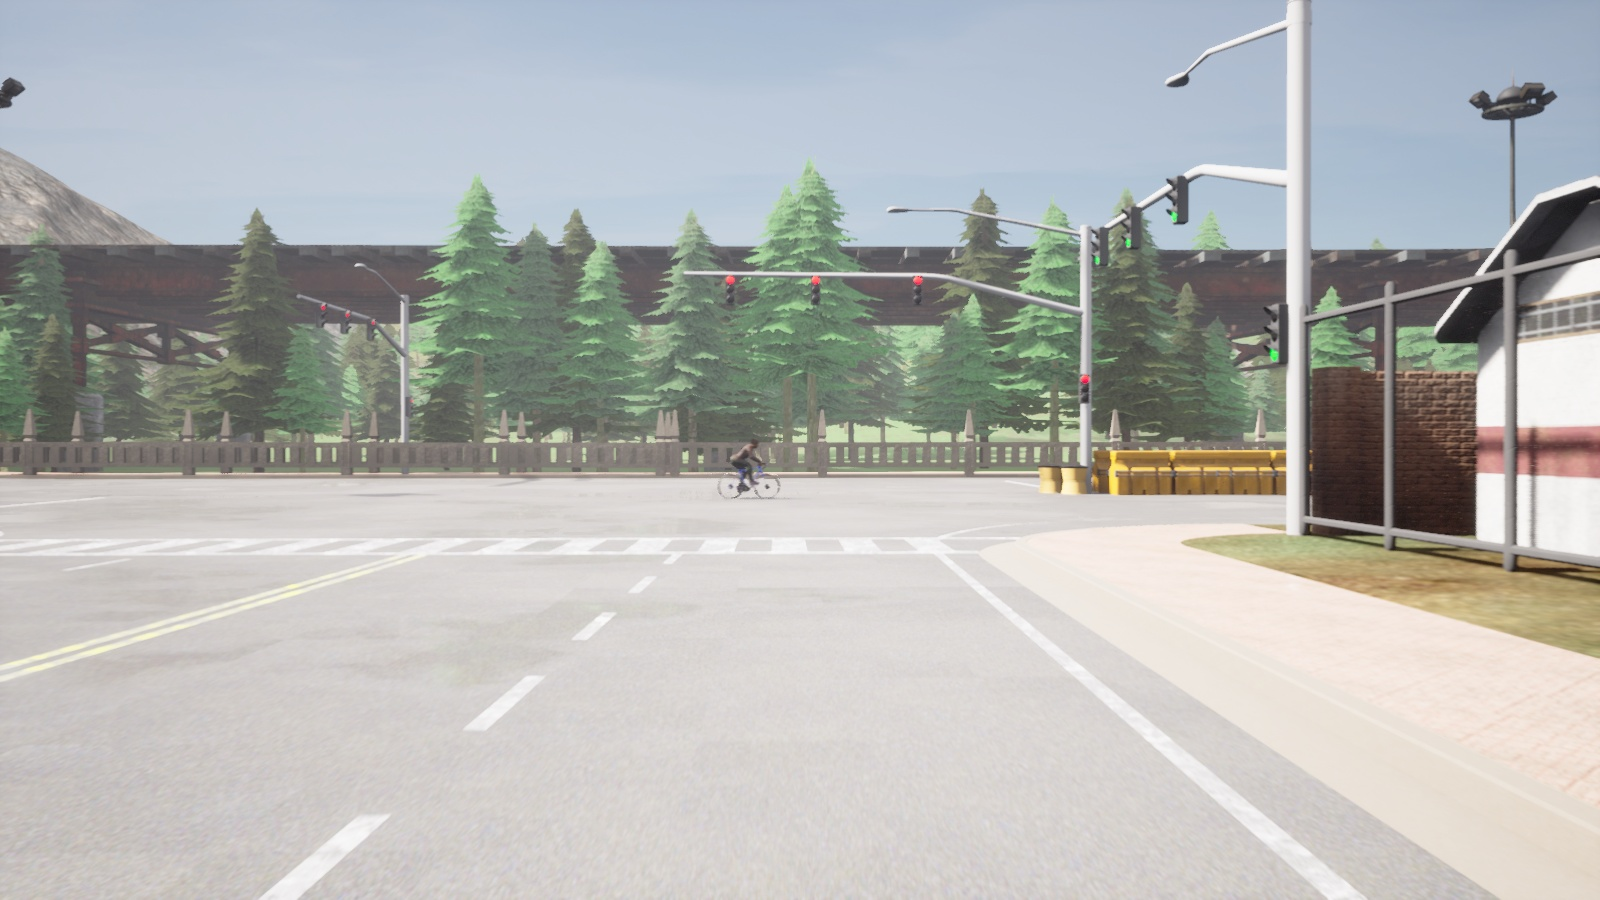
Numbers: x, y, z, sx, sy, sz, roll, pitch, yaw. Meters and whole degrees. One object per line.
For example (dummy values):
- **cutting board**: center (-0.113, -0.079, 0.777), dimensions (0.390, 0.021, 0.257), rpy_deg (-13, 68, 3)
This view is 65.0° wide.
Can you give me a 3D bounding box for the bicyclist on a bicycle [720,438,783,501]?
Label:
- **bicyclist on a bicycle**: center (-1.274, 0.511, 33.138), dimensions (1.656, 1.620, 0.582), rpy_deg (0, 0, -1)
